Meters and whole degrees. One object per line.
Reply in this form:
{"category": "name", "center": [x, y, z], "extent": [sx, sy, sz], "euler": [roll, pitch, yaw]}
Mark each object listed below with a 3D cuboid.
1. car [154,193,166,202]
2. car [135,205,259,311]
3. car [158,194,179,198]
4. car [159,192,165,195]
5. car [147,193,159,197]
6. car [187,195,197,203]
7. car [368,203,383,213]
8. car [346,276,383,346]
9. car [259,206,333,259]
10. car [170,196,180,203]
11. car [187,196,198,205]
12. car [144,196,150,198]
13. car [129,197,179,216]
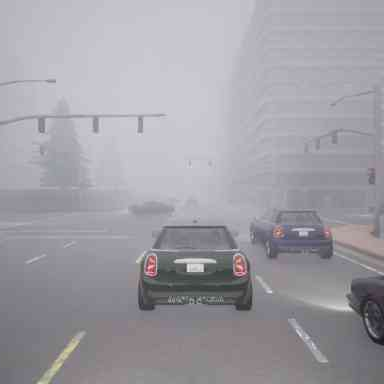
{"category": "car", "center": [-7.033, 1.225, 74.523], "extent": [2.150, 2.045, 5.566], "euler": [0, 0, 0]}
{"category": "car", "center": [0.067, 1.352, 7.948], "extent": [2.097, 1.767, 4.553], "euler": [0, 0, 0]}
{"category": "car", "center": [-3.620, 1.491, 51.040], "extent": [2.128, 1.511, 4.902], "euler": [0, 0, 0]}
{"category": "car", "center": [-7.077, 1.221, 63.878], "extent": [2.150, 2.045, 5.566], "euler": [0, 0, 0]}
{"category": "car", "center": [-7.114, 1.352, 54.464], "extent": [2.097, 1.767, 4.553], "euler": [0, 0, 0]}
{"category": "car", "center": [-0.019, 1.520, 73.843], "extent": [2.128, 1.511, 4.902], "euler": [0, 0, 0]}
{"category": "car", "center": [19.922, 1.492, 32.423], "extent": [5.357, 1.411, 2.033], "euler": [0, 0, -18]}
{"category": "car", "center": [3.597, 1.547, 3.313], "extent": [2.033, 1.411, 5.357], "euler": [0, 0, 0]}
{"category": "car", "center": [3.581, 1.352, 12.788], "extent": [2.097, 1.767, 4.553], "euler": [0, 0, 0]}
{"category": "car", "center": [-3.532, 1.595, 71.058], "extent": [1.895, 1.301, 4.718], "euler": [0, 0, 0]}
{"category": "car", "center": [0.070, 1.491, 56.436], "extent": [2.128, 1.511, 4.902], "euler": [0, 0, 0]}
{"category": "car", "center": [-7.121, 1.601, 45.569], "extent": [1.895, 1.301, 4.718], "euler": [0, 0, 0]}
{"category": "car", "center": [-3.751, 1.516, 31.370], "extent": [1.812, 1.442, 4.674], "euler": [1, 1, 44]}
